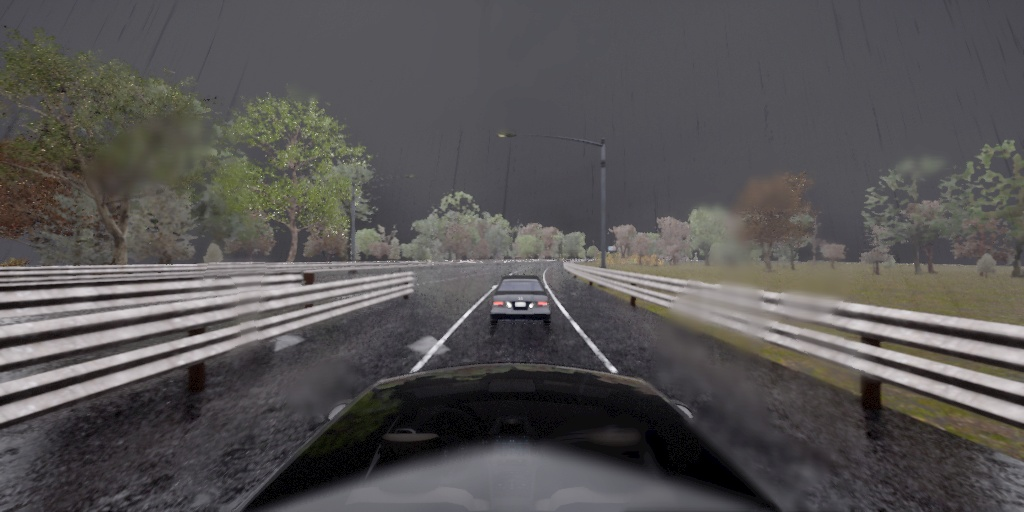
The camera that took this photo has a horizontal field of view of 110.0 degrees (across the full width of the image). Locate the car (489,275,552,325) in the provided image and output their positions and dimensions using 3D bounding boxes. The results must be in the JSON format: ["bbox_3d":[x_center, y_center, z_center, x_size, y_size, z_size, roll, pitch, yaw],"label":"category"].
[{"bbox_3d":[0.291,1.351,12.084,2.033,1.411,5.357,0,0,1],"label":"car"}]
